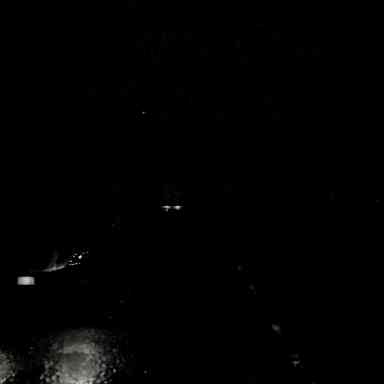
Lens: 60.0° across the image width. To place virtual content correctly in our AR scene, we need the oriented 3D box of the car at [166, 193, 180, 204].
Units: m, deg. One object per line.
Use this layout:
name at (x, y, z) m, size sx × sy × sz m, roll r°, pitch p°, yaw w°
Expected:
car at (-2.819, 0.939, 50.534) m, size 1.882 × 1.535 × 5.008 m, roll 0°, pitch 0°, yaw 0°

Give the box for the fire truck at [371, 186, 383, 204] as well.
fire truck at (39.294, 0.453, 64.096) m, size 8.468 × 3.827 × 2.891 m, roll 1°, pitch 1°, yaw 0°

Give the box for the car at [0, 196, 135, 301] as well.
car at (-2.863, 1.157, 8.486) m, size 2.150 × 2.045 × 5.566 m, roll 0°, pitch 0°, yaw 0°
